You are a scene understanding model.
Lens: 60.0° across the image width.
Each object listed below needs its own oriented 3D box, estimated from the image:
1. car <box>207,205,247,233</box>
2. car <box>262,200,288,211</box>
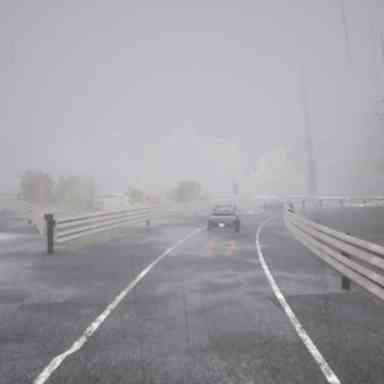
[{"bbox_3d":[2.179,1.550,20.142,2.128,1.511,4.902,0,0,14],"label":"car"},{"bbox_3d":[10.913,1.688,43.231,2.033,1.411,5.357,0,0,36],"label":"car"}]
